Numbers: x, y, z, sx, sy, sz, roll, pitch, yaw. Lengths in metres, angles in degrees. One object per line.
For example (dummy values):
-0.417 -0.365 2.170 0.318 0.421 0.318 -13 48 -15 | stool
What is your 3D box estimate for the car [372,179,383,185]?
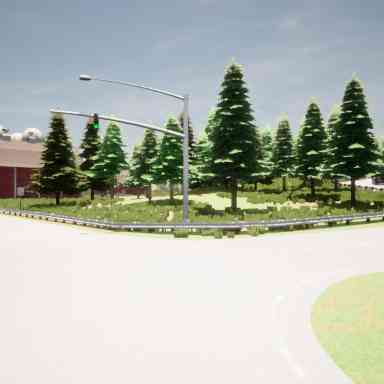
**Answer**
29.087 -1.912 51.437 1.837 1.490 4.892 0 5 21 | car
